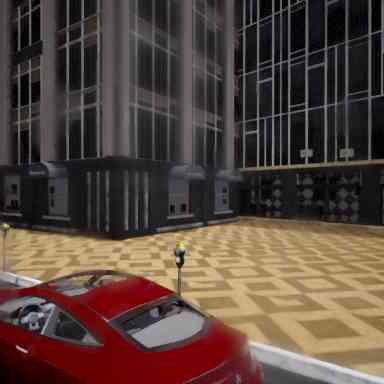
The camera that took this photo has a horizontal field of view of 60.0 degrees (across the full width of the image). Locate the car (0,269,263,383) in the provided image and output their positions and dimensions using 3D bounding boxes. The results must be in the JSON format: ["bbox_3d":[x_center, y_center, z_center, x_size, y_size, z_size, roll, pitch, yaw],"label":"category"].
[{"bbox_3d":[-1.290,1.581,3.793,4.206,1.307,1.802,0,0,35],"label":"car"}]
